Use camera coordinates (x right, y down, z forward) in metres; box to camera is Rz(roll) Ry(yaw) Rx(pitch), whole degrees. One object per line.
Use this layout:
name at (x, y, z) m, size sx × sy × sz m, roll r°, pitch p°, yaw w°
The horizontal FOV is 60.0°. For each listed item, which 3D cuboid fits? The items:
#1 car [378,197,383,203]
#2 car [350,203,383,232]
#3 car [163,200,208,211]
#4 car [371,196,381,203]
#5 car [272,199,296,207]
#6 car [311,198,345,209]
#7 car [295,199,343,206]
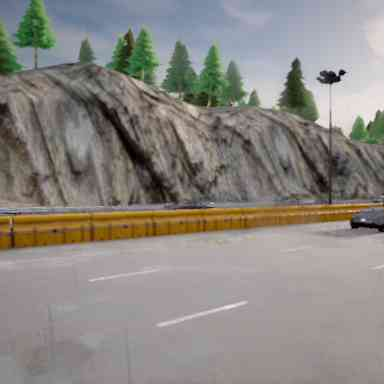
car at (27.710, 1.730, 45.268) m, size 4.718 × 1.301 × 1.895 m, roll 0°, pitch 0°, yaw -36°
car at (11.685, 1.621, 20.679) m, size 4.181 × 1.385 × 1.994 m, roll 0°, pitch 0°, yaw -36°
car at (-0.628, 1.557, 33.636) m, size 4.892 × 1.490 × 1.837 m, roll 1°, pitch 0°, yaw -35°
car at (33.065, 1.513, 57.885) m, size 4.553 × 1.767 × 2.097 m, roll 0°, pitch 0°, yaw -36°
car at (11.070, 1.588, 37.683) m, size 4.892 × 1.490 × 1.837 m, roll 1°, pitch 0°, yaw -36°
car at (19.836, 1.665, 48.289) m, size 5.357 × 1.411 × 2.033 m, roll 0°, pitch 0°, yaw -36°
car at (13.600, 1.576, 35.189) m, size 4.902 × 1.511 × 2.128 m, roll 0°, pitch 0°, yaw -36°
